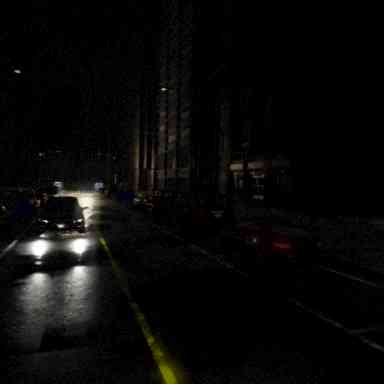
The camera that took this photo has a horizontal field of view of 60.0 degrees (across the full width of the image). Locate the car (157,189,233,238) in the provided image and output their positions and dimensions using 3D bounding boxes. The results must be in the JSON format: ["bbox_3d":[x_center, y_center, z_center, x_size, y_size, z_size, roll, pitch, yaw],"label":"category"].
[{"bbox_3d":[0.214,0.920,15.230,2.192,1.841,5.009,1,2,-20],"label":"car"}]

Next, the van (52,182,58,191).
[{"bbox_3d":[-19.116,-0.277,44.031,1.690,1.788,3.998,1,2,-20],"label":"van"}]

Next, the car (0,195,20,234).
[{"bbox_3d":[-7.757,1.011,12.194,1.752,1.417,4.829,1,2,-20],"label":"car"}]

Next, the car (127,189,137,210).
[{"bbox_3d":[-3.617,0.758,25.955,1.752,1.417,4.829,1,2,-20],"label":"car"}]

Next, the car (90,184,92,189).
[{"bbox_3d":[-22.405,-1.040,78.595,1.887,1.381,4.507,1,2,-20],"label":"car"}]

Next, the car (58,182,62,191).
[{"bbox_3d":[-21.000,-0.486,49.311,2.192,1.841,5.009,1,2,-20],"label":"car"}]

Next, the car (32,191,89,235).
[{"bbox_3d":[-5.871,0.959,15.128,1.837,1.490,4.892,1,2,-20],"label":"car"}]

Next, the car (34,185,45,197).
[{"bbox_3d":[-11.580,0.553,22.912,1.967,1.590,4.097,1,2,-20],"label":"car"}]

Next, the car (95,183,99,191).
[{"bbox_3d":[-16.749,-0.600,62.752,1.967,1.590,4.097,1,2,-20],"label":"car"}]

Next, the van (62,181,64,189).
[{"bbox_3d":[-28.539,-1.188,70.433,1.690,1.788,3.998,1,2,-20],"label":"van"}]

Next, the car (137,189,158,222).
[{"bbox_3d":[-1.670,0.737,20.510,2.192,1.841,5.009,1,2,-20],"label":"car"}]

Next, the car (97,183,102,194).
[{"bbox_3d":[-14.867,-0.313,57.475,1.887,1.381,4.507,1,2,-20],"label":"car"}]

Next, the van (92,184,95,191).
[{"bbox_3d":[-20.515,-1.062,73.310,1.690,1.788,3.998,1,2,-20],"label":"van"}]

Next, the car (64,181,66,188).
[{"bbox_3d":[-32.311,-1.452,80.996,1.967,1.590,4.097,1,2,-20],"label":"car"}]

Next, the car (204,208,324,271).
[{"bbox_3d":[2.092,1.371,9.957,1.802,1.307,4.206,1,2,-20],"label":"car"}]

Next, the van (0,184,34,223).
[{"bbox_3d":[-9.693,0.638,17.630,1.690,1.788,3.998,1,2,-20],"label":"van"}]

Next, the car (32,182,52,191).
[{"bbox_3d":[-13.462,0.245,28.189,2.192,1.841,5.009,1,2,-20],"label":"car"}]

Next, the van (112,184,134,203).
[{"bbox_3d":[-7.324,0.213,36.350,1.690,1.788,3.998,1,2,-20],"label":"van"}]

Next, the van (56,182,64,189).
[{"bbox_3d":[-34.193,-1.733,86.274,1.690,1.788,3.998,1,2,-20],"label":"van"}]

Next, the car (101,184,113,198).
[{"bbox_3d":[-11.092,-0.178,46.909,2.192,1.841,5.009,1,2,-20],"label":"car"}]
